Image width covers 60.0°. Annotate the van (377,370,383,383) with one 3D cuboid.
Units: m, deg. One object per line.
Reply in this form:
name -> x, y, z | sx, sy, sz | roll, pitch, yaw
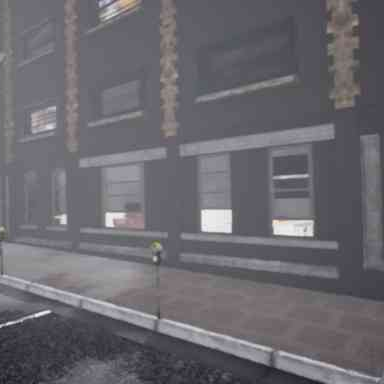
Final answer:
van -> 2.729, 1.323, 0.950 | 3.998, 1.788, 1.690 | -1, -1, 36
